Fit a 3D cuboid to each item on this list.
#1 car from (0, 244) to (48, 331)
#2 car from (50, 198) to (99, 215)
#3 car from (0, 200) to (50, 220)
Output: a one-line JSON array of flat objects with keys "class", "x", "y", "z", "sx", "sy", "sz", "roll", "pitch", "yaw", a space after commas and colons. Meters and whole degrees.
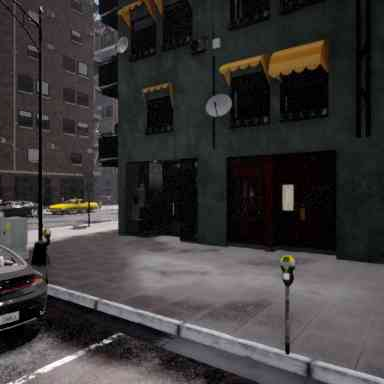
[{"class": "car", "x": -4.360, "y": 1.551, "z": 5.980, "sx": 4.403, "sy": 1.369, "sz": 2.008, "roll": 0, "pitch": 0, "yaw": 35}, {"class": "car", "x": -10.845, "y": 1.250, "z": 30.412, "sx": 1.752, "sy": 1.417, "sz": 4.829, "roll": 1, "pitch": 1, "yaw": 35}, {"class": "car", "x": -13.932, "y": 1.350, "z": 25.986, "sx": 2.008, "sy": 1.369, "sz": 4.403, "roll": 1, "pitch": 1, "yaw": 35}]
